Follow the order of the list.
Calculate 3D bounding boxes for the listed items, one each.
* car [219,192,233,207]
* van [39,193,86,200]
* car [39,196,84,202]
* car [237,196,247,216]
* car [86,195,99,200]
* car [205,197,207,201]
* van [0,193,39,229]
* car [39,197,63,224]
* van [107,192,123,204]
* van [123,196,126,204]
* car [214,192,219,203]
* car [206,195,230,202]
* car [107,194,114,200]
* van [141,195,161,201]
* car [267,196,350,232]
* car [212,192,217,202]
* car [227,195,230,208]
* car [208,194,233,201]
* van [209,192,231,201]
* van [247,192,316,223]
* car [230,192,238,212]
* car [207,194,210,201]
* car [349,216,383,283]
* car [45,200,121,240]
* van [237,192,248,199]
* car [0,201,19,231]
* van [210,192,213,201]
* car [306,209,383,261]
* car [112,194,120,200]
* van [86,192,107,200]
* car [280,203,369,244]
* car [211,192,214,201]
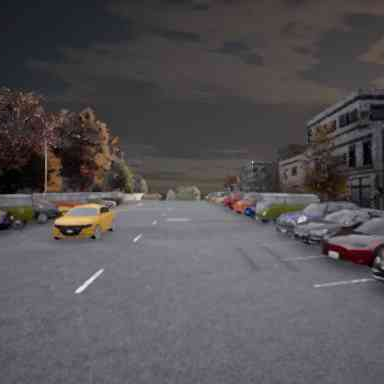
[{"bbox_3d":[6.371,1.026,36.913,5.566,2.045,2.435,1,0,-20],"label":"car"},{"bbox_3d":[-11.565,1.092,28.075,4.442,1.987,1.878,-1,1,-20],"label":"van"},{"bbox_3d":[-11.274,1.324,25.241,5.366,1.575,1.946,-1,0,-20],"label":"car"},{"bbox_3d":[6.360,1.325,25.168,5.008,1.535,2.097,1,0,-20],"label":"car"},{"bbox_3d":[-11.456,1.342,31.060,4.674,1.452,2.002,-1,1,-20],"label":"car"},{"bbox_3d":[6.236,0.973,66.227,5.566,2.045,2.435,1,0,-20],"label":"car"},{"bbox_3d":[-11.544,1.138,19.239,4.442,1.987,1.878,-1,1,-20],"label":"van"},{"bbox_3d":[-11.434,1.346,22.230,4.892,1.521,2.231,-1,1,-20],"label":"car"},{"bbox_3d":[-11.595,1.042,42.795,4.442,1.987,1.878,-1,0,-20],"label":"van"},{"bbox_3d":[-11.385,1.033,45.828,4.442,1.987,1.878,-1,0,-20],"label":"van"},{"bbox_3d":[6.491,1.248,48.700,5.366,1.575,1.946,1,0,-20],"label":"car"},{"bbox_3d":[6.316,1.482,80.942,5.366,1.575,1.946,2,-2,-21],"label":"car"},{"bbox_3d":[-11.474,1.322,36.954,4.674,1.452,2.002,-1,0,-20],"label":"car"},{"bbox_3d":[-11.685,1.803,91.696,4.442,1.987,1.878,1,-3,-21],"label":"van"},{"bbox_3d":[6.417,1.250,16.373,4.553,1.767,2.185,1,1,-20],"label":"car"},{"bbox_3d":[6.480,1.239,54.561,5.366,1.575,1.946,1,0,-20],"label":"car"},{"bbox_3d":[6.350,1.327,33.965,4.674,1.452,2.002,1,0,-20],"label":"car"},{"bbox_3d":[6.210,1.267,72.104,4.892,1.521,2.231,1,-2,-20],"label":"car"},{"bbox_3d":[6.307,1.095,75.073,4.442,1.987,1.878,1,-2,-20],"label":"van"},{"bbox_3d":[6.268,1.113,22.188,4.442,1.987,1.878,1,1,-20],"label":"van"},{"bbox_3d":[6.326,1.172,31.026,4.553,1.767,2.185,1,0,-20],"label":"car"},{"bbox_3d":[6.100,1.221,63.235,5.366,1.575,1.946,1,0,-20],"label":"car"},{"bbox_3d":[6.413,1.434,7.561,4.892,1.521,2.231,1,1,-20],"label":"car"},{"bbox_3d":[-5.131,1.370,16.443,1.882,1.535,5.008,0,0,0],"label":"car"},{"bbox_3d":[6.471,1.087,28.144,4.442,1.987,1.878,1,0,-20],"label":"van"},{"bbox_3d":[-11.457,1.410,16.331,4.792,1.488,2.163,-1,1,-20],"label":"car"},{"bbox_3d":[6.180,1.004,60.320,4.442,1.987,1.878,1,0,-20],"label":"van"},{"bbox_3d":[6.369,1.443,10.487,4.792,1.488,2.163,1,1,-20],"label":"car"},{"bbox_3d":[-11.483,1.313,39.899,4.674,1.452,2.002,-1,0,-20],"label":"car"},{"bbox_3d":[-11.362,1.065,34.052,4.442,1.987,1.878,-1,0,-20],"label":"van"},{"bbox_3d":[6.397,1.395,13.433,4.892,1.521,2.231,1,1,-20],"label":"car"},{"bbox_3d":[6.323,1.265,57.444,4.792,1.488,2.163,1,0,-20],"label":"car"}]
